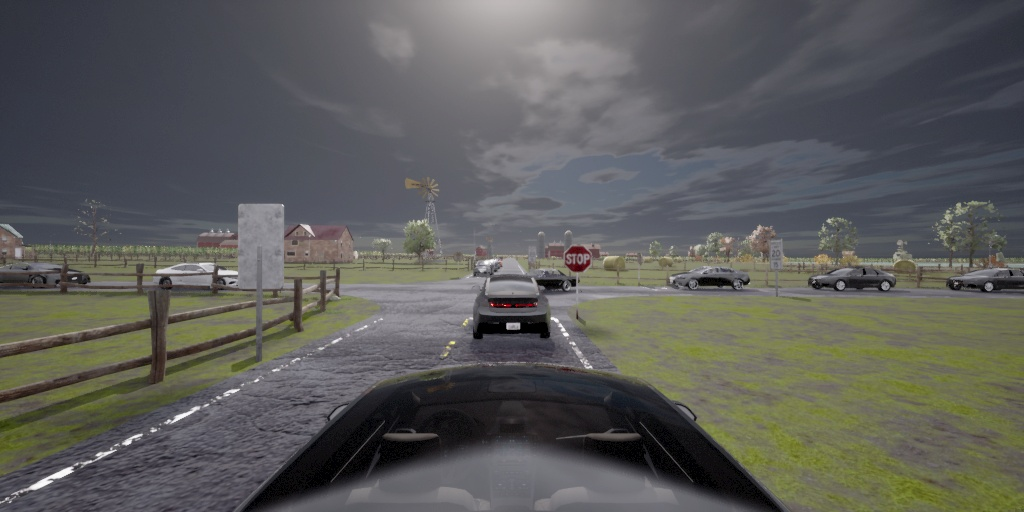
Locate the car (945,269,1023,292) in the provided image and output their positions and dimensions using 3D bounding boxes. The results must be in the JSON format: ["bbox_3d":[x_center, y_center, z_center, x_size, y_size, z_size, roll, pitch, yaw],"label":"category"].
[{"bbox_3d":[31.706,1.587,23.660,4.892,1.490,1.837,1,-1,-1],"label":"car"}]

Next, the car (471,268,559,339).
[{"bbox_3d":[-0.073,1.256,10.098,1.837,1.490,4.892,0,0,-2],"label":"car"}]

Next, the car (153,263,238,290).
[{"bbox_3d":[-17.241,1.103,20.057,4.674,1.442,1.812,1,-1,-1],"label":"car"}]

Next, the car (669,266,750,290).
[{"bbox_3d":[12.801,1.397,23.370,4.902,1.511,2.128,1,-1,-2],"label":"car"}]

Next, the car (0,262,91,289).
[{"bbox_3d":[-26.361,1.048,19.936,4.181,1.385,1.994,1,-1,-1],"label":"car"}]

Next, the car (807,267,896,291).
[{"bbox_3d":[22.203,1.499,23.540,4.892,1.490,1.837,1,-1,-1],"label":"car"}]

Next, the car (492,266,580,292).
[{"bbox_3d":[1.502,1.369,20.144,4.718,1.301,1.895,1,0,-35],"label":"car"}]

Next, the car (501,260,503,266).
[{"bbox_3d":[-2.813,1.240,55.773,2.128,1.511,4.902,0,0,0],"label":"car"}]

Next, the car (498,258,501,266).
[{"bbox_3d":[-2.845,1.241,46.231,2.128,1.511,4.902,0,0,0],"label":"car"}]

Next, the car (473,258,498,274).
[{"bbox_3d":[-2.854,1.243,36.785,2.128,1.511,4.902,0,0,0],"label":"car"}]
